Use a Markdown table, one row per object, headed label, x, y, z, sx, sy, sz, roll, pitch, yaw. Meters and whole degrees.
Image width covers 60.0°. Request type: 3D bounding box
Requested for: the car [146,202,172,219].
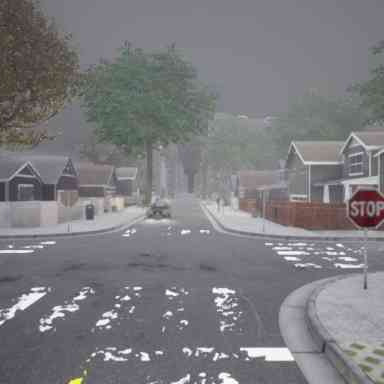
| label | x | y | z | sx | sy | sz | roll | pitch | yaw |
| --- | --- | --- | --- | --- | --- | --- | --- | --- | --- |
| car | -2.752 | 1.570 | 28.721 | 1.994 | 1.385 | 4.181 | 0 | 0 | 0 |
